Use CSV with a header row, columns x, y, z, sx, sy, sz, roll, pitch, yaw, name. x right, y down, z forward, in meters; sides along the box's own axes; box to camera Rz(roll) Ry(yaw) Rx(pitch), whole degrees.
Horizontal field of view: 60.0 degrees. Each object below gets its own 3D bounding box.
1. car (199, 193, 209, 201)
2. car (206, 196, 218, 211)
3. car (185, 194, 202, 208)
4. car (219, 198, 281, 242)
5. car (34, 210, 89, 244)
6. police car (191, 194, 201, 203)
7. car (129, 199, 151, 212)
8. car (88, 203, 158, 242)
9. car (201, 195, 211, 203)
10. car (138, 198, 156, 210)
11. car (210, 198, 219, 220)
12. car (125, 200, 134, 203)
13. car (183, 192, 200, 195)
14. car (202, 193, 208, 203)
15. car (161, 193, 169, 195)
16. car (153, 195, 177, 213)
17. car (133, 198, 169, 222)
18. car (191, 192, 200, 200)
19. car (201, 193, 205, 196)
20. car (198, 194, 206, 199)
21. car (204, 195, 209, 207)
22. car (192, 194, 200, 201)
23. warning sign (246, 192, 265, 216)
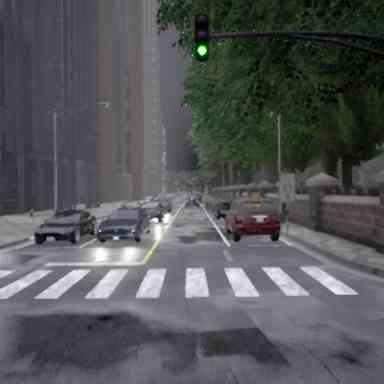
x,y,z,sx,sy,sz,roll,pitch,yaw,name
2.697,1.069,75.814,2.192,1.841,5.009,-1,0,0,car
2.730,1.405,32.163,2.008,1.369,4.403,-1,0,0,car
0.058,1.375,45.937,1.812,1.442,4.674,-1,0,0,car
2.739,1.211,15.793,2.192,1.841,5.009,-1,0,0,car
-5.783,1.551,15.779,1.947,1.339,4.313,-1,0,0,car
0.842,1.218,66.558,1.930,1.638,5.238,-1,0,0,police car
-5.798,1.513,37.607,1.802,1.307,4.206,-1,0,0,car
-3.122,1.504,16.296,2.033,1.411,5.357,-1,0,0,car
2.707,1.301,65.072,1.752,1.417,4.829,-1,0,0,car
-5.802,1.500,43.064,1.802,1.307,4.206,-1,0,0,car
2.734,1.434,26.706,1.947,1.339,4.313,-1,0,0,car
-5.795,1.495,32.149,2.008,1.369,4.403,-1,0,0,car
0.039,1.177,55.699,2.097,1.767,4.553,-1,0,0,car
2.721,1.268,43.076,1.967,1.590,4.097,-1,0,0,car
-5.816,1.193,59.434,2.192,1.841,5.009,-1,0,0,car
-3.126,1.398,36.201,2.128,1.511,4.902,-1,0,0,car
-3.114,1.457,25.934,1.812,1.442,4.674,-1,0,0,car
0.829,0.986,82.477,2.150,2.045,5.566,-1,0,0,car
2.718,1.255,48.532,1.967,1.590,4.097,-1,0,0,car
2.688,1.289,92.185,1.947,1.339,4.313,-1,0,0,car
2.726,1.392,37.619,2.008,1.369,4.403,-1,0,0,car
0.836,1.279,76.448,1.837,1.490,4.892,-1,0,0,car
5.034,0.960,26.450,1.300,1.860,1.060,-1,0,0,warning sign
